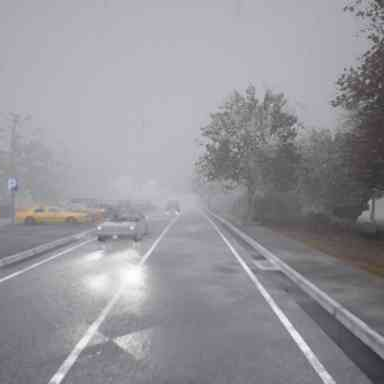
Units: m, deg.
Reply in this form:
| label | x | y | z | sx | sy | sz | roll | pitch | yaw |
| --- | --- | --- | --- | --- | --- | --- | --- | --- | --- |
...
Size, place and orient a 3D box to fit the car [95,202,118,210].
| label | x | y | z | sx | sy | sz | roll | pitch | yaw |
| --- | --- | --- | --- | --- | --- | --- | --- | --- | --- |
| car | -23.347 | 3.780 | 91.073 | 5.566 | 2.045 | 2.435 | 0 | -3 | 0 |

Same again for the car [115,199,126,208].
| label | x | y | z | sx | sy | sz | roll | pitch | yaw |
| --- | --- | --- | --- | --- | --- | --- | --- | --- | --- |
| car | -10.299 | 1.691 | 35.507 | 5.566 | 2.045 | 2.435 | 0 | -2 | 0 |

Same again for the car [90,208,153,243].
| label | x | y | z | sx | sy | sz | roll | pitch | yaw |
| --- | --- | --- | --- | --- | --- | --- | --- | --- | --- |
| car | -3.349 | 1.693 | 16.753 | 1.895 | 1.301 | 4.718 | 0 | -1 | 0 |

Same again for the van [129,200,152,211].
| label | x | y | z | sx | sy | sz | roll | pitch | yaw |
| --- | --- | --- | --- | --- | --- | --- | --- | --- | --- |
| van | -10.193 | 2.670 | 66.013 | 4.442 | 1.987 | 1.878 | 0 | -3 | 0 |

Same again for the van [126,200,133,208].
| label | x | y | z | sx | sy | sz | roll | pitch | yaw |
| --- | --- | --- | --- | --- | --- | --- | --- | --- | --- |
| van | -10.439 | 1.960 | 43.831 | 4.442 | 1.987 | 1.878 | 0 | -2 | 0 |

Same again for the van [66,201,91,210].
| label | x | y | z | sx | sy | sz | roll | pitch | yaw |
| --- | --- | --- | --- | --- | --- | --- | --- | --- | --- |
| van | -23.505 | 2.795 | 68.807 | 4.442 | 1.987 | 1.878 | 0 | -3 | 0 |

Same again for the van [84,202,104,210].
| label | x | y | z | sx | sy | sz | roll | pitch | yaw |
| --- | --- | --- | --- | --- | --- | --- | --- | --- | --- |
| van | -23.498 | 3.298 | 79.876 | 4.442 | 1.987 | 1.878 | 0 | -3 | 0 |

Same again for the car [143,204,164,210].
| label | x | y | z | sx | sy | sz | roll | pitch | yaw |
| --- | --- | --- | --- | --- | --- | --- | --- | --- | --- |
| car | -10.112 | 3.899 | 88.189 | 5.366 | 1.575 | 1.946 | 0 | -3 | 0 |

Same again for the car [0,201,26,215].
| label | x | y | z | sx | sy | sz | roll | pitch | yaw |
| --- | --- | --- | --- | --- | --- | --- | --- | --- | --- |
| car | -23.373 | 1.984 | 41.258 | 4.553 | 1.767 | 2.185 | 0 | -2 | 0 |

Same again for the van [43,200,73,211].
| label | x | y | z | sx | sy | sz | roll | pitch | yaw |
| --- | --- | --- | --- | --- | --- | --- | --- | --- | --- |
| van | -23.277 | 2.371 | 57.875 | 4.442 | 1.987 | 1.878 | 0 | -2 | 0 |

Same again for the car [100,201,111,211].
| label | x | y | z | sx | sy | sz | roll | pitch | yaw |
| --- | --- | --- | --- | --- | --- | --- | --- | --- | --- |
| car | -10.337 | 1.790 | 29.953 | 5.008 | 1.535 | 2.097 | 0 | -2 | 0 |

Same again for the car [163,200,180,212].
| label | x | y | z | sx | sy | sz | roll | pitch | yaw |
| --- | --- | --- | --- | --- | --- | --- | --- | --- | --- |
| car | -3.294 | 2.348 | 57.416 | 2.150 | 2.045 | 5.566 | 0 | -2 | 1 |

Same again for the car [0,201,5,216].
| label | x | y | z | sx | sy | sz | roll | pitch | yaw |
| --- | --- | --- | --- | --- | --- | --- | --- | --- | --- |
| car | -23.401 | 1.949 | 35.717 | 4.892 | 1.521 | 2.231 | 0 | -2 | 0 |

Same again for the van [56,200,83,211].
| label | x | y | z | sx | sy | sz | roll | pitch | yaw |
| --- | --- | --- | --- | --- | --- | --- | --- | --- | --- |
| van | -23.275 | 2.544 | 63.264 | 4.442 | 1.987 | 1.878 | 0 | -2 | 0 |

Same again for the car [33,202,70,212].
| label | x | y | z | sx | sy | sz | roll | pitch | yaw |
| --- | --- | --- | --- | --- | --- | --- | --- | --- | --- |
| car | -23.211 | 2.512 | 55.102 | 5.366 | 1.575 | 1.946 | 0 | -2 | 0 |

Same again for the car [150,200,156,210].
| label | x | y | z | sx | sy | sz | roll | pitch | yaw |
| --- | --- | --- | --- | --- | --- | --- | --- | --- | --- |
| car | -10.340 | 2.518 | 63.240 | 5.566 | 2.045 | 2.435 | 0 | -3 | 0 |

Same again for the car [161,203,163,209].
| label | x | y | z | sx | sy | sz | roll | pitch | yaw |
| --- | --- | --- | --- | --- | --- | --- | --- | --- | --- |
| car | -10.116 | 3.522 | 79.869 | 5.366 | 1.575 | 1.946 | 0 | -3 | 0 |

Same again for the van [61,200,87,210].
| label | x | y | z | sx | sy | sz | roll | pitch | yaw |
| --- | --- | --- | --- | --- | --- | --- | --- | --- | --- |
| van | -23.506 | 2.675 | 66.164 | 4.442 | 1.987 | 1.878 | 0 | -3 | 0 |

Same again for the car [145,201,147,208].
| label | x | y | z | sx | sy | sz | roll | pitch | yaw |
| --- | --- | --- | --- | --- | --- | --- | --- | --- | --- |
| car | -10.319 | 2.551 | 54.923 | 4.674 | 1.452 | 2.002 | 0 | -2 | 0 |

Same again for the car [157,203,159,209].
| label | x | y | z | sx | sy | sz | roll | pitch | yaw |
| --- | --- | --- | --- | --- | --- | --- | --- | --- | --- |
| car | -10.301 | 3.147 | 71.549 | 5.008 | 1.535 | 2.097 | 0 | -3 | 0 |

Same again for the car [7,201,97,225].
| label | x | y | z | sx | sy | sz | roll | pitch | yaw |
| --- | --- | --- | --- | --- | --- | --- | --- | --- | --- |
| car | -10.149 | 1.664 | 24.413 | 5.366 | 1.575 | 1.946 | 0 | -1 | 0 |

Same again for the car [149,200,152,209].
| label | x | y | z | sx | sy | sz | roll | pitch | yaw |
| --- | --- | --- | --- | --- | --- | --- | --- | --- | --- |
| car | -10.342 | 2.703 | 60.479 | 4.792 | 1.488 | 2.163 | 0 | -2 | 0 |

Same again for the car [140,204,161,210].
| label | x | y | z | sx | sy | sz | roll | pitch | yaw |
| --- | --- | --- | --- | --- | --- | --- | --- | --- | --- |
| car | -10.294 | 3.652 | 82.642 | 4.892 | 1.521 | 2.231 | 0 | -3 | 0 |

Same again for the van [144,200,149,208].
| label | x | y | z | sx | sy | sz | roll | pitch | yaw |
| --- | --- | --- | --- | --- | --- | --- | --- | --- | --- |
| van | -10.198 | 2.367 | 57.706 | 4.442 | 1.987 | 1.878 | 0 | -2 | 0 |

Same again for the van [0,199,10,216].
| label | x | y | z | sx | sy | sz | roll | pitch | yaw |
| --- | --- | --- | --- | --- | --- | --- | --- | --- | --- |
| van | -23.522 | 1.803 | 38.493 | 4.442 | 1.987 | 1.878 | 0 | -2 | 0 |

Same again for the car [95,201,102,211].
| label | x | y | z | sx | sy | sz | roll | pitch | yaw |
| --- | --- | --- | --- | --- | --- | --- | --- | --- | --- |
| car | -10.338 | 1.725 | 27.182 | 4.892 | 1.521 | 2.231 | 0 | -1 | 0 |

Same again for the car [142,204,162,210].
| label | x | y | z | sx | sy | sz | roll | pitch | yaw |
| --- | --- | --- | --- | --- | --- | --- | --- | --- | --- |
| car | -10.305 | 3.778 | 85.416 | 4.892 | 1.521 | 2.231 | 0 | -3 | 0 |

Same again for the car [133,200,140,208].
| label | x | y | z | sx | sy | sz | roll | pitch | yaw |
| --- | --- | --- | --- | --- | --- | --- | --- | --- | --- |
| car | -10.327 | 2.267 | 46.599 | 5.008 | 1.535 | 2.097 | 0 | -2 | 0 |

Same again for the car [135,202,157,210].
| label | x | y | z | sx | sy | sz | roll | pitch | yaw |
| --- | --- | --- | --- | --- | --- | --- | --- | --- | --- |
| car | -10.274 | 3.147 | 74.328 | 4.553 | 1.767 | 2.185 | 0 | -3 | 0 |

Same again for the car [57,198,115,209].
| label | x | y | z | sx | sy | sz | roll | pitch | yaw |
| --- | --- | --- | --- | --- | --- | --- | --- | --- | --- |
| car | -10.360 | 1.738 | 32.732 | 4.553 | 1.767 | 2.185 | 0 | -2 | 0 |

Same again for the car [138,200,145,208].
| label | x | y | z | sx | sy | sz | roll | pitch | yaw |
| --- | --- | --- | --- | --- | --- | --- | --- | --- | --- |
| car | -10.288 | 2.459 | 52.147 | 4.792 | 1.488 | 2.163 | 0 | -2 | 0 |

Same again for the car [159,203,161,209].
| label | x | y | z | sx | sy | sz | roll | pitch | yaw |
| --- | --- | --- | --- | --- | --- | --- | --- | --- | --- |
| car | -10.272 | 3.273 | 77.101 | 4.553 | 1.767 | 2.185 | 0 | -3 | 0 |

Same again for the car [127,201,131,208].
| label | x | y | z | sx | sy | sz | roll | pitch | yaw |
| --- | --- | --- | --- | --- | --- | --- | --- | --- | --- |
| car | -10.327 | 2.145 | 41.048 | 4.674 | 1.452 | 2.002 | 0 | -2 | 0 |
